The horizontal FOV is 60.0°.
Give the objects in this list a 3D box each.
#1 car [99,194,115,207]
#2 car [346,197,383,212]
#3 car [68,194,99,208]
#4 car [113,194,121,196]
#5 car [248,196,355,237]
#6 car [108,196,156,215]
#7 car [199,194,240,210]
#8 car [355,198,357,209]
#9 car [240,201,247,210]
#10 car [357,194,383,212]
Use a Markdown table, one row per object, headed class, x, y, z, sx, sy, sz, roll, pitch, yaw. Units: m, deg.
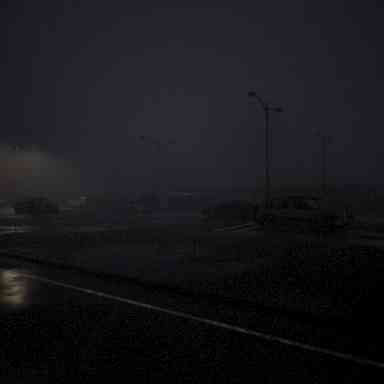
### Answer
| class | x | y | z | sx | sy | sz | roll | pitch | yaw |
| --- | --- | --- | --- | --- | --- | --- | --- | --- | --- |
| car | -13.305 | 1.364 | 47.141 | 3.905 | 1.438 | 1.784 | 0 | 0 | 34 |
| car | 19.870 | 1.395 | 38.046 | 3.806 | 1.475 | 1.970 | 0 | 0 | 34 |
| car | -14.935 | 1.395 | 44.748 | 3.806 | 1.475 | 1.970 | 0 | 0 | 34 |
| car | -11.837 | 1.153 | 49.388 | 4.605 | 1.855 | 1.932 | 0 | 0 | 34 |
| car | 5.546 | 1.153 | 17.054 | 4.605 | 1.855 | 1.932 | 0 | 0 | 34 |
| car | -5.697 | 1.395 | 31.482 | 3.806 | 1.475 | 1.970 | 0 | 0 | 34 |
| car | 3.737 | 1.153 | 45.501 | 4.605 | 1.855 | 1.932 | 0 | 0 | 34 |
| car | 7.219 | 1.156 | 19.416 | 3.866 | 1.878 | 1.905 | 0 | 0 | 34 |
| car | 5.420 | 1.364 | 47.859 | 3.905 | 1.438 | 1.784 | 0 | 0 | 34 |
| car | 18.232 | 1.156 | 35.658 | 3.866 | 1.878 | 1.905 | 0 | 0 | 34 |
